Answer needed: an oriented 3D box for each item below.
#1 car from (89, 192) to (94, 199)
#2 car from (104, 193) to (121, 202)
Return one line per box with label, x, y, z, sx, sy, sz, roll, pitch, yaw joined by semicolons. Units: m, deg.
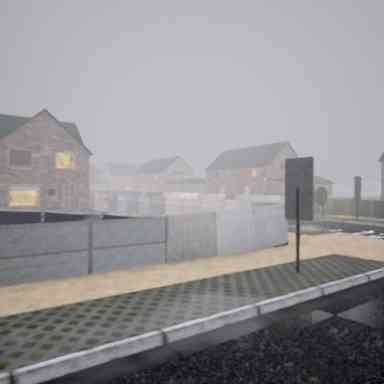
car;-18.337;0.640;59.146;1.994;1.385;4.181;1;0;-36
car;-12.461;0.808;51.042;1.895;1.301;4.718;1;0;-36
